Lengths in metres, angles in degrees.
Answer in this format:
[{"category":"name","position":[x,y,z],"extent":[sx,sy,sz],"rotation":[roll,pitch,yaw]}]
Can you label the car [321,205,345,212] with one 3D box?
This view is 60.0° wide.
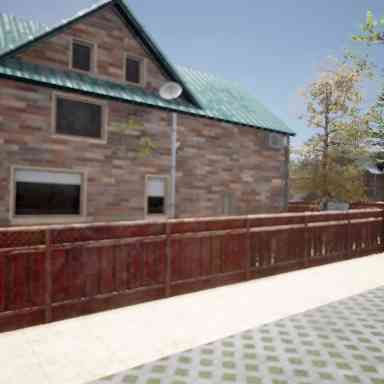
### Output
[{"category":"car","position":[11.718,1.825,29.691],"extent":[1.837,1.490,4.892],"rotation":[2,-2,-35]}]
